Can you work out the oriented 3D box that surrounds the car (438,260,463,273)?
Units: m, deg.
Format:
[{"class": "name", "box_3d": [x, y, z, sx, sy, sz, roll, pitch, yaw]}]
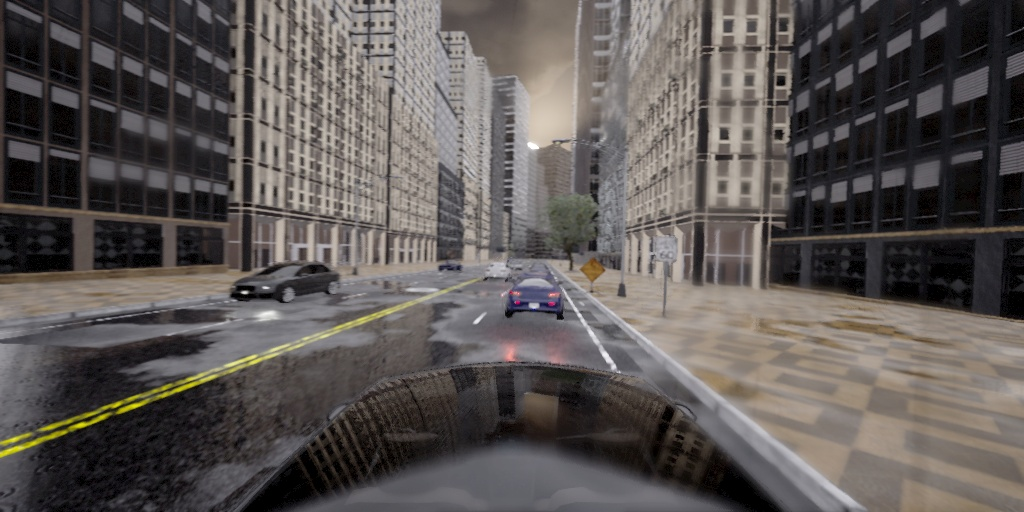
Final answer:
[{"class": "car", "box_3d": [-6.836, 1.162, 40.075, 1.895, 1.301, 4.718, 2, 0, 5]}]

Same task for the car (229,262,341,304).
[{"class": "car", "box_3d": [-8.971, 1.009, 14.711, 1.837, 1.490, 4.892, 2, 0, 5]}]

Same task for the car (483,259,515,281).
[{"class": "car", "box_3d": [-1.088, 1.244, 29.103, 1.812, 1.442, 4.674, 2, 0, 5]}]

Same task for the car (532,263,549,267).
[{"class": "car", "box_3d": [2.499, 1.380, 33.140, 1.994, 1.385, 4.181, 2, 0, 5]}]

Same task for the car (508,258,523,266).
[{"class": "car", "box_3d": [0.540, 1.362, 49.328, 1.895, 1.301, 4.718, 2, 0, 5]}]

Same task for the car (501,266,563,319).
[{"class": "car", "box_3d": [0.847, 1.298, 12.884, 1.812, 1.442, 4.674, 2, 0, 5]}]

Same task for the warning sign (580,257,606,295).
[{"class": "warning sign", "box_3d": [4.029, 0.975, 18.157, 1.300, 1.860, 1.060, 0, 0, 5]}]
